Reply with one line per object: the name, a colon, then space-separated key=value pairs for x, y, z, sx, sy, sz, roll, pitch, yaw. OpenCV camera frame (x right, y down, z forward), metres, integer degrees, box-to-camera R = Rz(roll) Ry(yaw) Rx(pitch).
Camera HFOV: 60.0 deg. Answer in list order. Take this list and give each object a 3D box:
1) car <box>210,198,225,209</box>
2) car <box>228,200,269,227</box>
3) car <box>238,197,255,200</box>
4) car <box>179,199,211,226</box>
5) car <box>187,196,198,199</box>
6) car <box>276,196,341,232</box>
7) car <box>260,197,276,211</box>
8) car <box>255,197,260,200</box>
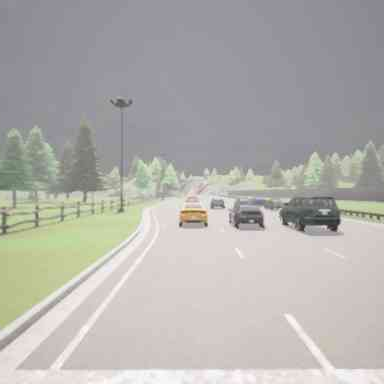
car: x=3.535 y=1.514 z=46.695 sx=2.128 sy=1.511 sz=4.902 roll=0 pitch=0 yaw=0
car: x=3.594 y=1.515 z=22.541 sx=1.837 sy=1.490 sz=4.892 roll=0 pitch=0 yaw=0
car: x=7.025 y=1.547 z=45.914 sx=1.812 sy=1.442 sz=4.674 roll=0 pitch=0 yaw=0
car: x=0.095 y=1.489 z=23.858 sx=1.882 sy=1.535 sz=5.008 roll=0 pitch=0 yaw=0
car: x=0.041 y=1.374 z=47.808 sx=2.097 sy=1.767 sz=4.553 roll=0 pitch=0 yaw=0
car: x=7.096 y=1.231 z=20.462 sx=2.150 sy=2.045 sz=5.566 roll=0 pitch=0 yaw=0
car: x=10.492 y=1.567 z=42.067 sx=2.033 sy=1.411 sz=5.357 roll=0 pitch=0 yaw=0
car: x=10.490 y=1.502 z=52.487 sx=1.882 sy=1.535 sz=5.008 roll=0 pitch=0 yaw=0
